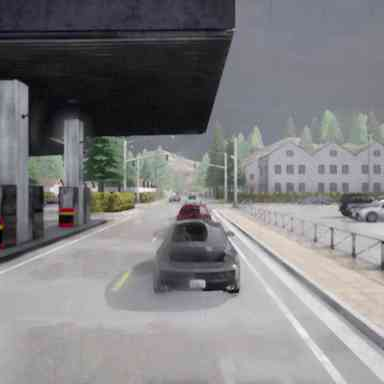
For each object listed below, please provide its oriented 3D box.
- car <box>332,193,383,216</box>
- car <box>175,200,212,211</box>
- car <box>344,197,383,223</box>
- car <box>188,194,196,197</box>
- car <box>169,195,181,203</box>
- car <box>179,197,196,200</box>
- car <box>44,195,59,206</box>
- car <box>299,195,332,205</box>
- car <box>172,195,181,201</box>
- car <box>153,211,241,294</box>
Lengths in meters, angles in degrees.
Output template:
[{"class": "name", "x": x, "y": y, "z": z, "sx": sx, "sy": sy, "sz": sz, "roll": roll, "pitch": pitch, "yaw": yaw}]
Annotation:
[{"class": "car", "x": 13.289, "y": 1.005, "z": 25.581, "sx": 3.866, "sy": 1.878, "sz": 1.905, "roll": 0, "pitch": 0, "yaw": 0}, {"class": "car", "x": 0.109, "y": 1.426, "z": 18.227, "sx": 1.882, "sy": 1.535, "sz": 5.008, "roll": 0, "pitch": 0, "yaw": 0}, {"class": "car", "x": 12.696, "y": 1.298, "z": 22.254, "sx": 3.806, "sy": 1.475, "sz": 1.970, "roll": 0, "pitch": 0, "yaw": 0}, {"class": "car", "x": 0.043, "y": 1.278, "z": 78.787, "sx": 1.837, "sy": 1.490, "sz": 4.892, "roll": 0, "pitch": 0, "yaw": 0}, {"class": "car", "x": -3.464, "y": 1.379, "z": 65.765, "sx": 1.994, "sy": 1.385, "sz": 4.181, "roll": 0, "pitch": 0, "yaw": 0}, {"class": "car", "x": 0.112, "y": 1.426, "z": 27.731, "sx": 1.837, "sy": 1.490, "sz": 4.892, "roll": 0, "pitch": 0, "yaw": 0}, {"class": "car", "x": -19.429, "y": 1.181, "z": 48.115, "sx": 4.902, "sy": 1.511, "sz": 2.128, "roll": 1, "pitch": 0, "yaw": 0}, {"class": "car", "x": 17.987, "y": 1.164, "z": 48.220, "sx": 4.902, "sy": 1.511, "sz": 2.128, "roll": 0, "pitch": 0, "yaw": 0}, {"class": "car", "x": -3.459, "y": 1.382, "z": 75.760, "sx": 1.895, "sy": 1.301, "sz": 4.718, "roll": 0, "pitch": 0, "yaw": 0}, {"class": "car", "x": 0.104, "y": 1.480, "z": 8.682, "sx": 1.837, "sy": 1.490, "sz": 4.892, "roll": 0, "pitch": 0, "yaw": 0}]
